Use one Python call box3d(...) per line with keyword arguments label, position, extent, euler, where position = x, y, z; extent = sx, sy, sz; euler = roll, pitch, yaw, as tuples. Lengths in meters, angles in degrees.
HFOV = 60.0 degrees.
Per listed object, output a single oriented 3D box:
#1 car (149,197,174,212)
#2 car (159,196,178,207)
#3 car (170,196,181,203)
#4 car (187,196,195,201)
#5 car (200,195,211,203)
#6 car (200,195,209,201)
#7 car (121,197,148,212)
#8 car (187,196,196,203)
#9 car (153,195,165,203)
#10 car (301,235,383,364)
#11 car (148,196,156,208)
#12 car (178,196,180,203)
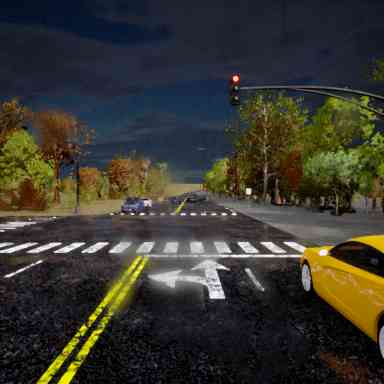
box3d(label="car", position=(-3.459, 1.603, 38.540), extent=(1.895, 1.301, 4.718), euler=(0, 0, 0))
box3d(label="car", position=(-3.483, 1.510, 48.954), extent=(1.837, 1.490, 4.892), euler=(0, 0, 0))
box3d(label="car", position=(-3.444, 1.546, 69.621), extent=(2.033, 1.411, 5.357), euler=(0, 0, 0))
box3d(label="car", position=(-0.228, 1.608, 82.020), extent=(1.895, 1.301, 4.718), euler=(0, 0, 0))
box3d(label="car", position=(3.073, 1.506, 71.529), extent=(2.128, 1.511, 4.902), euler=(0, 0, 0))
box3d(label="car", position=(3.022, 1.459, 81.684), extent=(2.033, 1.411, 5.357), euler=(0, 0, 0))
box3d(label="car", position=(-6.706, 1.353, 38.130), extent=(2.097, 1.767, 4.553), euler=(0, 0, 0))
box3d(label="car", position=(-0.159, 1.567, 72.197), extent=(1.994, 1.385, 4.181), euler=(0, 0, 0))
box3d(label="car", position=(-6.703, 1.486, 67.747), extent=(1.882, 1.535, 5.008), euler=(0, 0, 0))
box3d(label="car", position=(3.347, 1.444, 5.450), extent=(1.882, 1.535, 5.008), euler=(0, 1, 0))
box3d(label="car", position=(-6.742, 1.529, 48.014), extent=(1.812, 1.442, 4.674), euler=(0, 0, 0))
box3d(label="car", position=(-3.492, 1.532, 59.007), extent=(1.812, 1.442, 4.674), euler=(0, 0, 0))
